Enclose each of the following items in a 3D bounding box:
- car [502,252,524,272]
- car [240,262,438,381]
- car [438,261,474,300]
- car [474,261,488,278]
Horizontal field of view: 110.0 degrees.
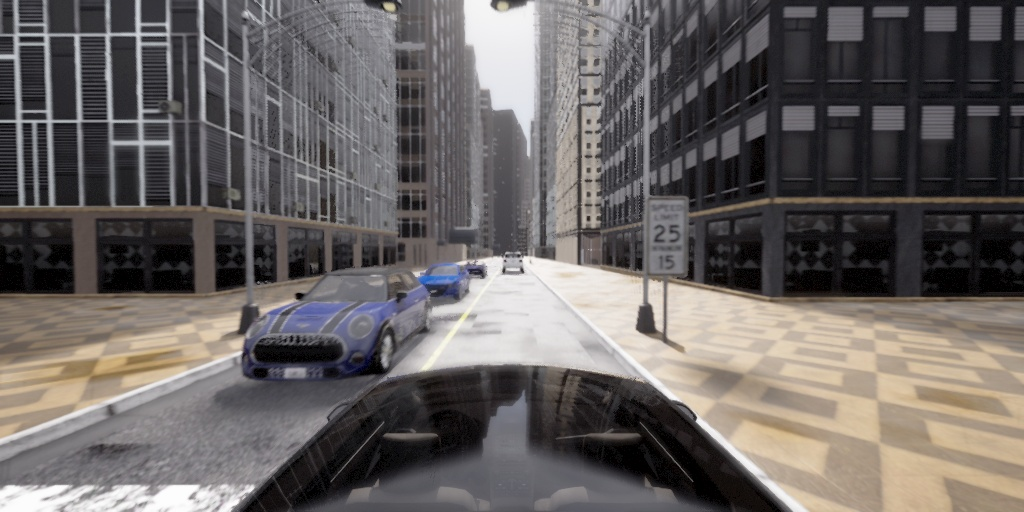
[{"bbox_3d":[0.102,0.608,37.948,2.150,2.045,5.566,0,1,0],"label":"car"},{"bbox_3d":[-3.097,1.058,7.362,2.097,1.767,4.553,0,1,0],"label":"car"},{"bbox_3d":[-3.095,1.086,16.726,1.882,1.535,5.008,0,1,0],"label":"car"},{"bbox_3d":[-3.081,1.074,29.937,1.895,1.301,4.718,0,1,0],"label":"car"}]
